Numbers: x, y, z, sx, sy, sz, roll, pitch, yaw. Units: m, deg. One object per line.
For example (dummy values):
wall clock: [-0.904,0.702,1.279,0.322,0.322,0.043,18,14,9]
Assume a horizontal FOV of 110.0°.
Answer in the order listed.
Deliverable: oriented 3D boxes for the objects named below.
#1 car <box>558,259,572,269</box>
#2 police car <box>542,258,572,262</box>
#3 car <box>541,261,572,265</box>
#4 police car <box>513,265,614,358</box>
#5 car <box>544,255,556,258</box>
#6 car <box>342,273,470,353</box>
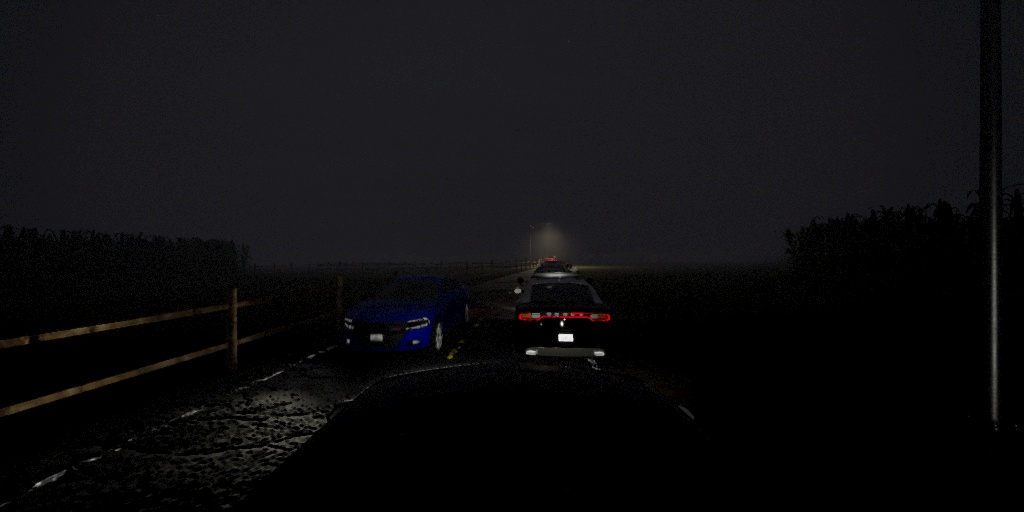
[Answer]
car: [8.316,1.259,55.891,1.994,1.385,4.181,0,0,12]
police car: [2.874,1.159,24.279,1.930,1.638,5.238,0,0,10]
car: [1.981,1.218,18.326,1.882,1.535,5.008,0,0,7]
police car: [1.063,1.173,8.632,1.930,1.638,5.238,0,0,3]
car: [6.268,0.914,59.107,2.150,2.045,5.566,0,0,12]
car: [-2.320,1.226,9.073,1.882,1.535,5.008,0,0,4]
